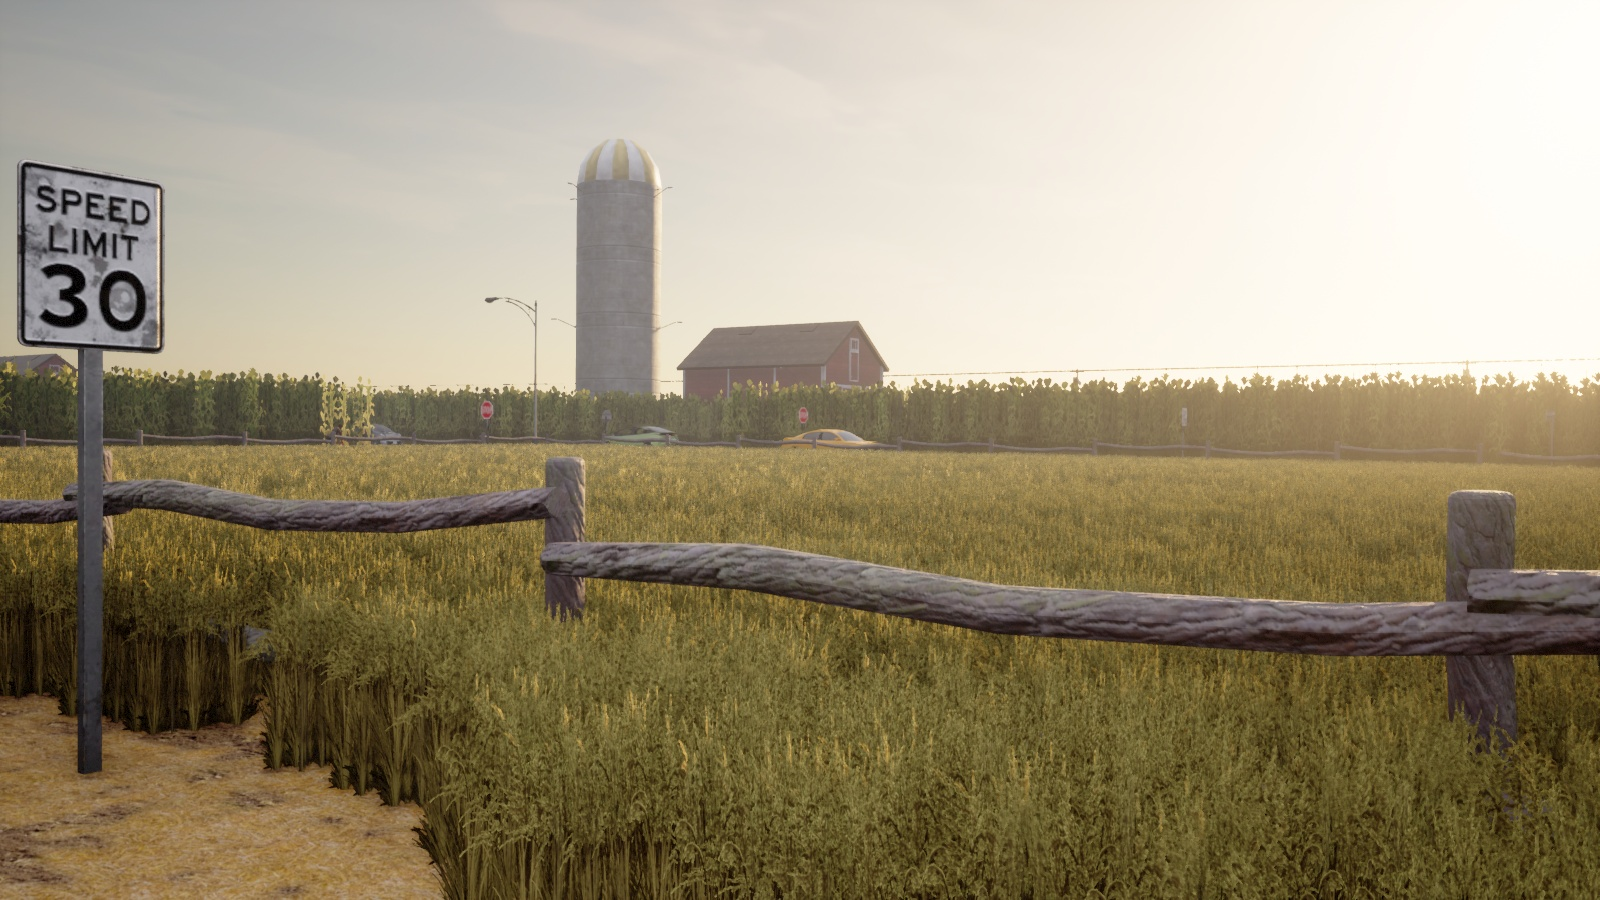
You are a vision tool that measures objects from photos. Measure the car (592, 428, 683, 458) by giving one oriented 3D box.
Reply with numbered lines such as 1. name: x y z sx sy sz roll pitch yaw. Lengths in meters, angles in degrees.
1. car: -8.510 -0.382 65.605 4.514 1.525 2.007 0 1 36

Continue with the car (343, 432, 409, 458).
1. car: -24.832 -0.292 73.466 3.633 1.501 1.845 0 1 36

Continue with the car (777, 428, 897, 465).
1. car: 1.587 -0.173 54.573 5.008 1.535 1.882 1 1 36
